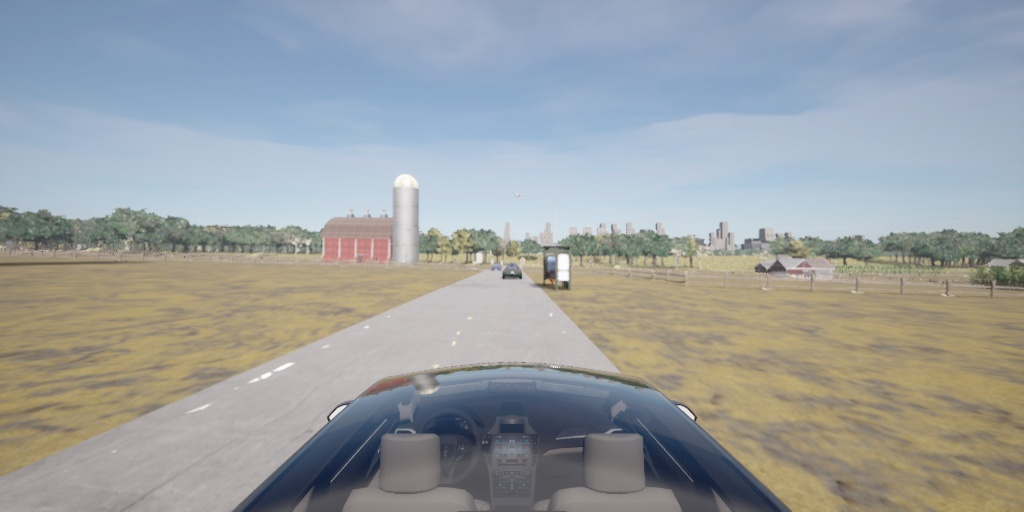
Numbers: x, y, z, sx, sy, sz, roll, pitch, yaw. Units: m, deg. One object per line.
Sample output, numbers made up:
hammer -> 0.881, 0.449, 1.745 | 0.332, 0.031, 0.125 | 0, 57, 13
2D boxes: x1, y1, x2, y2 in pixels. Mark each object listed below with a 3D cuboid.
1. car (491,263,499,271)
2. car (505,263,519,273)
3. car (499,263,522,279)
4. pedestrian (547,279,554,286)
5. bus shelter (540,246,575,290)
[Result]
car -> -2.755, 2.040, 64.424 | 2.033, 1.411, 5.357 | 0, -1, 0
car -> 0.029, 1.723, 52.075 | 1.837, 1.490, 4.892 | 0, -1, 1
car -> 0.041, 1.587, 36.869 | 1.994, 1.385, 4.181 | 0, -1, 0
pedestrian -> 2.752, 1.229, 26.064 | 0.375, 1.860, 0.375 | 0, -1, -15
bus shelter -> 3.123, 0.759, 24.295 | 1.920, 2.740, 3.880 | 0, 0, 0
